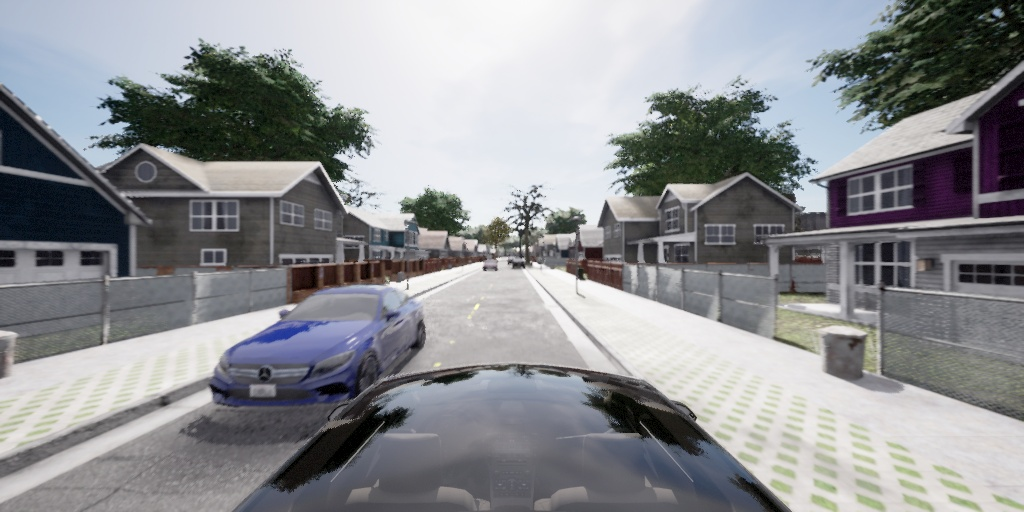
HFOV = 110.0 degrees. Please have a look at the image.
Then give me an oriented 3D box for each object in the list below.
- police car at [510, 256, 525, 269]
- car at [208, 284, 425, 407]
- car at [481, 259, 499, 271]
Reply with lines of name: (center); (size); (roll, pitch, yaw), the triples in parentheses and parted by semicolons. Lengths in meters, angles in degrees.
police car: (0.995, 1.047, 53.561); (1.930, 1.638, 5.238); (0, 0, 0)
car: (-2.836, 1.266, 6.400); (1.812, 1.442, 4.674); (0, 0, 0)
car: (-2.803, 1.170, 46.767); (1.812, 1.442, 4.674); (0, 0, 0)
